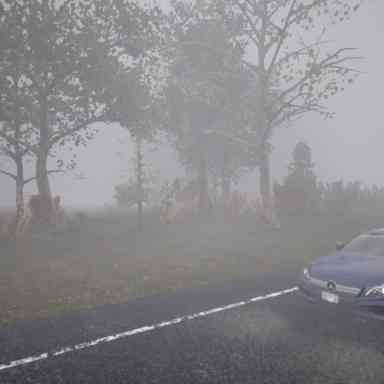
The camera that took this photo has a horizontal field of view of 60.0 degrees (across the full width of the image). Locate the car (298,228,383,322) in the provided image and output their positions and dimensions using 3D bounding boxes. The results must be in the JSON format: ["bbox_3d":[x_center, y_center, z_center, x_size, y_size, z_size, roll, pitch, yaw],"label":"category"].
[{"bbox_3d":[4.238,1.522,6.987,4.674,1.442,1.812,0,0,-35],"label":"car"}]
